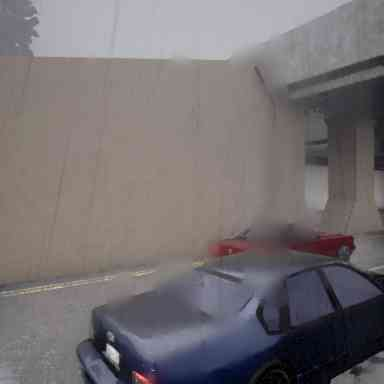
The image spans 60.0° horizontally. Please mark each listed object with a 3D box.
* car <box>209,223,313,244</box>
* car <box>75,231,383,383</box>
[{"bbox_3d":[2.868,1.601,9.963,4.718,1.301,1.895,0,0,-35],"label":"car"},{"bbox_3d":[1.302,1.547,4.548,5.357,1.411,2.033,0,0,-35],"label":"car"}]
